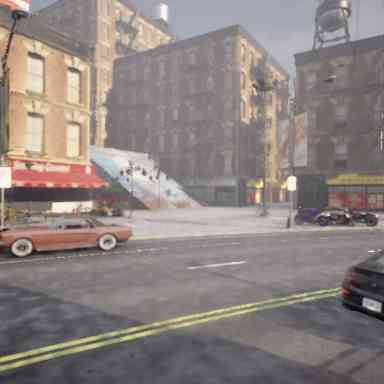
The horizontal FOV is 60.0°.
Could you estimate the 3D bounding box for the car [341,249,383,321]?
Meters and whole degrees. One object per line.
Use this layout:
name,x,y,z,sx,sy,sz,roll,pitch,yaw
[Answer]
car,4.800,1.551,6.023,4.674,1.442,1.812,0,0,-25

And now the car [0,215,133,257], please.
car,-4.815,1.573,12.782,4.718,1.301,1.895,0,0,-27
